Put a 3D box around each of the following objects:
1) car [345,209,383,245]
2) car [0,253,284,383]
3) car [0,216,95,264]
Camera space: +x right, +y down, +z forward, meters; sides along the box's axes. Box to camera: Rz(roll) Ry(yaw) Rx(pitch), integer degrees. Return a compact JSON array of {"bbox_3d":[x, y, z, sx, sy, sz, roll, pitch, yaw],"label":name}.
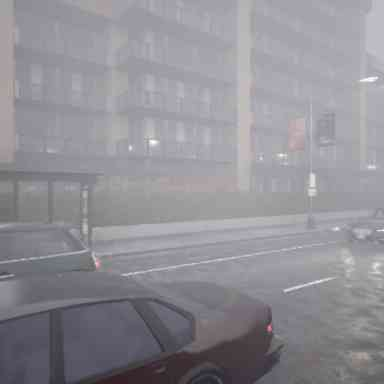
[{"bbox_3d":[8.655,1.492,14.587,4.902,1.511,2.128,0,0,-36],"label":"car"},{"bbox_3d":[-1.508,1.547,2.919,5.357,1.411,2.033,0,0,-36],"label":"car"},{"bbox_3d":[-3.862,1.352,5.536,4.553,1.767,2.097,0,0,-36],"label":"car"}]
